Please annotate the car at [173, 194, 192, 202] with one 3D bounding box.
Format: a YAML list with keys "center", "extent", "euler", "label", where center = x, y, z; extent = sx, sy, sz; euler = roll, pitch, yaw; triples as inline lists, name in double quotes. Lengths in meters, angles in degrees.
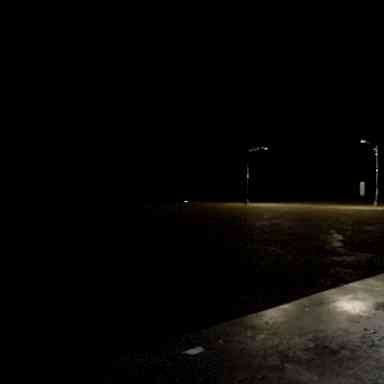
- center: [-1.798, 1.097, 61.988]
  extent: [1.994, 1.385, 4.181]
  euler: [2, -1, -36]
  label: "car"
